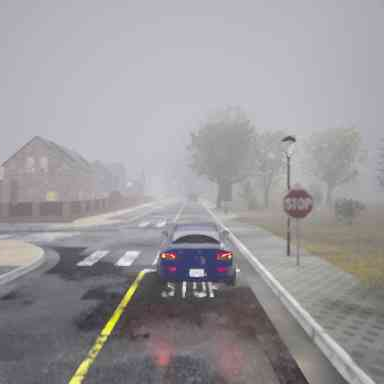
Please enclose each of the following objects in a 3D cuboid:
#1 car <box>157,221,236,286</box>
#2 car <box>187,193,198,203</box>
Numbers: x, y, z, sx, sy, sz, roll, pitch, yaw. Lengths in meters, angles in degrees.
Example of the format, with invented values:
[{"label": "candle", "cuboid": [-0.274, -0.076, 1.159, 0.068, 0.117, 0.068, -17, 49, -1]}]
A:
[{"label": "car", "cuboid": [0.100, 1.522, 9.249, 1.812, 1.442, 4.674, 0, 0, 0]}, {"label": "car", "cuboid": [0.087, 1.319, 70.903, 2.150, 2.045, 5.566, 0, 0, 0]}]
